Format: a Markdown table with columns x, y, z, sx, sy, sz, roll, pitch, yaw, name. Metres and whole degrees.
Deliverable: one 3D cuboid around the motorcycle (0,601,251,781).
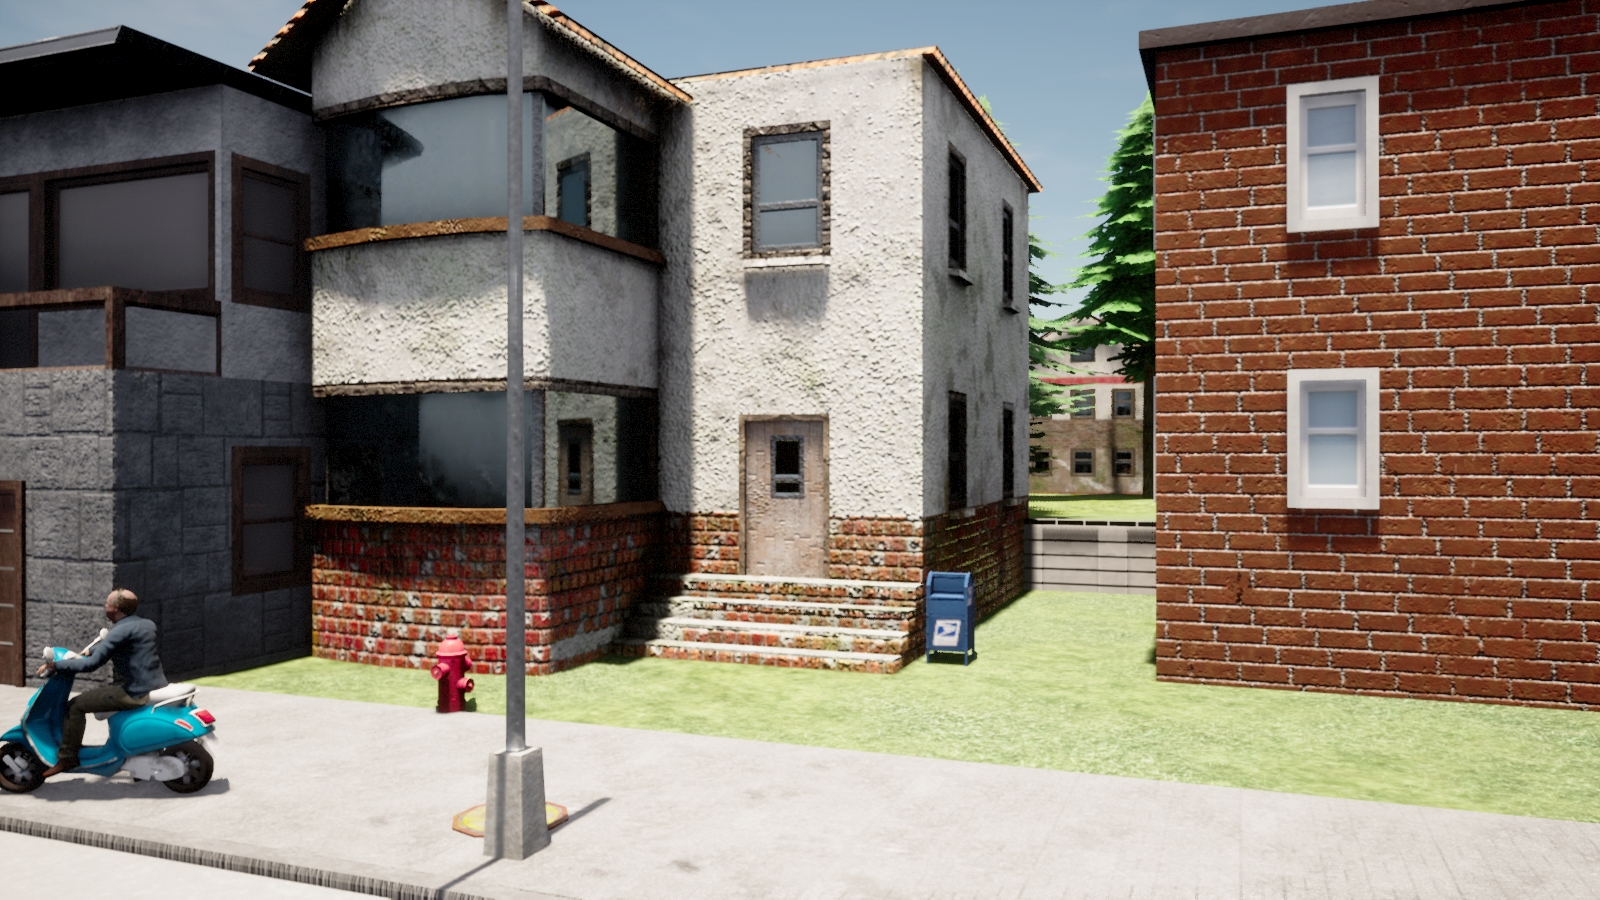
| x | y | z | sx | sy | sz | roll | pitch | yaw | name |
| --- | --- | --- | --- | --- | --- | --- | --- | --- | --- |
| -5.443 | 1.869 | 9.019 | 1.805 | 1.236 | 0.856 | 0 | 0 | 1 | motorcycle |
